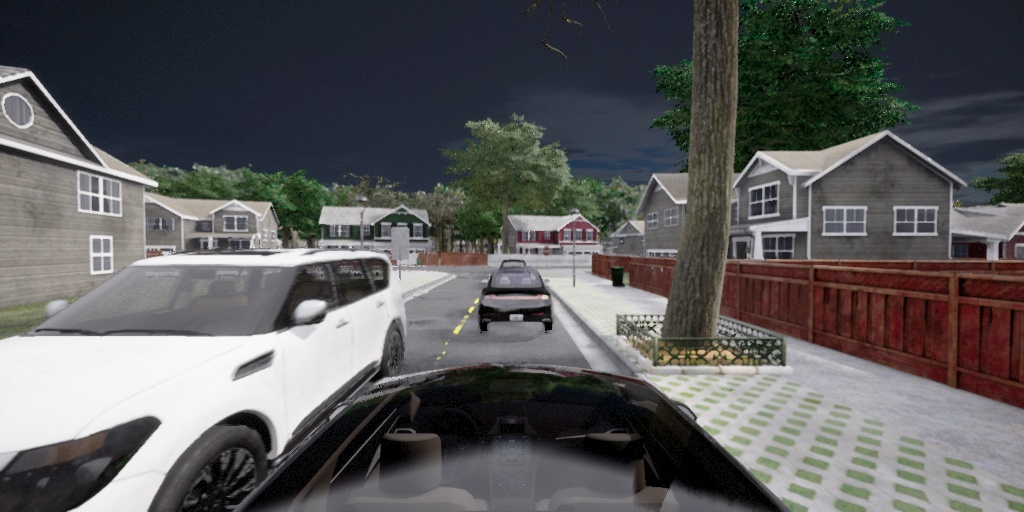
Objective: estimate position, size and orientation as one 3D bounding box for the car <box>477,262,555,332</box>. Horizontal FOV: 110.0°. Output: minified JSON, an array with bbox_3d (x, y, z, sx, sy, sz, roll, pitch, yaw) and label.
[{"bbox_3d":[0.096,1.095,10.304,2.128,1.511,4.902,0,1,0],"label":"car"}]

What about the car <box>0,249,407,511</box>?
[{"bbox_3d":[-2.850,0.933,3.948,2.150,2.045,5.566,0,1,0],"label":"car"}]

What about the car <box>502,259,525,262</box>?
[{"bbox_3d":[0.090,0.929,20.598,1.837,1.490,4.892,0,1,0],"label":"car"}]
